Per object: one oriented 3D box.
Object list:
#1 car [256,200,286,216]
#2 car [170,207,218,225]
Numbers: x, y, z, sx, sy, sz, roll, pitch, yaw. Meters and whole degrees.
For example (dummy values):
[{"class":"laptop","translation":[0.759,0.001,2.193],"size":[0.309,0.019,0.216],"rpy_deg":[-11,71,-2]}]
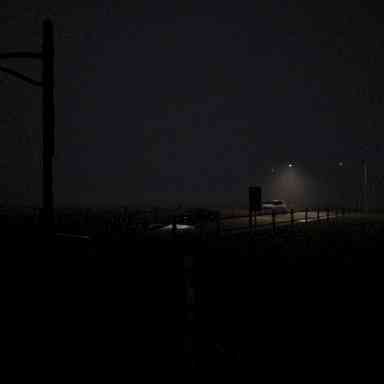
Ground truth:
[{"class":"car","translation":[10.229,2.045,42.777],"size":[2.150,2.045,5.566],"rpy_deg":[0,-2,36]},{"class":"car","translation":[0.402,2.045,29.331],"size":[2.033,1.411,5.357],"rpy_deg":[0,-1,36]}]
